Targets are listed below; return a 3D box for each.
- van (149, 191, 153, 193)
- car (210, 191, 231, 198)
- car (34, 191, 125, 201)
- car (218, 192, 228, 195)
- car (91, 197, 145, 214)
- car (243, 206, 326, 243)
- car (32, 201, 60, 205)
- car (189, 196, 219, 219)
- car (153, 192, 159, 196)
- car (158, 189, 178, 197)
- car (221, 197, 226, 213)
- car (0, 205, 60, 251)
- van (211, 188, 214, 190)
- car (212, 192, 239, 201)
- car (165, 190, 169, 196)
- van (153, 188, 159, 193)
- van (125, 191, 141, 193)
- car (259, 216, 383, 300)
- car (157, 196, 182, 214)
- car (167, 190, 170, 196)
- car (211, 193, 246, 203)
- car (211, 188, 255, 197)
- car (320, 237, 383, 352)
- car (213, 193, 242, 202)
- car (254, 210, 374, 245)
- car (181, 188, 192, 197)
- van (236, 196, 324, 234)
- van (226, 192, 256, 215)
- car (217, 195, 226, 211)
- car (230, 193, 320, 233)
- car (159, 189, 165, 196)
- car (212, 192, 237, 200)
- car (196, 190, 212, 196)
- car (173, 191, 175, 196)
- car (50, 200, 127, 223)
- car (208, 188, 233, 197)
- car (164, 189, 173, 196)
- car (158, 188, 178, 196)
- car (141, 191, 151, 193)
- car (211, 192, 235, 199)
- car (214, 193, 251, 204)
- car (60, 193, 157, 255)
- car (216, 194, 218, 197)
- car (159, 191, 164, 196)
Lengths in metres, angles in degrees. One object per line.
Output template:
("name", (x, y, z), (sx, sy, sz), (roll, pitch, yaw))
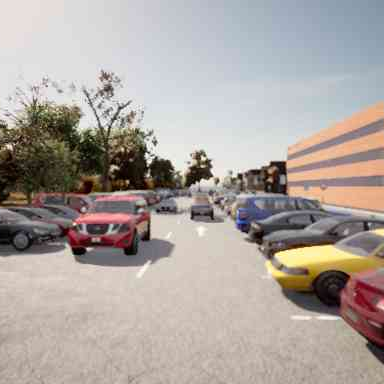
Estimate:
("van", (-7.223, 0.933, 38.753), (4.442, 1.987, 1.878), (0, 1, 2))
("car", (6.486, 0.540, 75.180), (4.674, 1.452, 2.002), (0, 1, 2))
("car", (-7.560, 1.158, 21.674), (5.566, 2.045, 2.435), (0, 0, 2))
("car", (5.350, 1.142, 35.639), (4.553, 1.767, 2.185), (0, 1, 2))
("car", (-7.298, 1.298, 33.114), (4.792, 1.488, 2.163), (0, 1, 2))
("car", (4.746, 1.478, 13.024), (5.008, 1.535, 2.097), (0, 0, 2))
("car", (-7.638, 1.443, 18.852), (4.792, 1.488, 2.163), (0, 0, 2))
("car", (0.853, 1.407, 28.093), (2.128, 1.511, 4.902), (0, 1, 2))
("car", (-7.034, 1.106, 41.577), (4.892, 1.521, 2.231), (0, 1, 2))
("car", (-5.865, 0.197, 81.089), (4.553, 1.767, 2.185), (0, 0, 2))
("car", (5.226, 1.417, 29.993), (4.674, 1.452, 2.002), (0, 1, 2))
("car", (-7.829, 1.424, 13.333), (4.892, 1.521, 2.231), (0, 0, 2))
("van", (5.895, 0.607, 58.232), (4.442, 1.987, 1.878), (0, 1, 2))
("car", (6.119, 0.808, 61.057), (4.792, 1.488, 2.163), (0, 1, 2))
("car", (-6.710, 0.890, 52.740), (5.008, 1.535, 2.097), (0, 1, 2))
("van", (-7.062, 0.824, 44.399), (4.442, 1.987, 1.878), (0, 1, 2))
("van", (-7.226, 1.098, 30.280), (4.442, 1.987, 1.878), (0, 1, 2))
("car", (4.409, 1.483, 7.380), (5.366, 1.575, 1.946), (0, 0, 2))
("car", (-2.402, 1.376, 32.861), (1.994, 1.385, 4.181), (0, 1, 2))
("car", (-6.641, 0.836, 55.562), (5.008, 1.535, 2.097), (0, 1, 2))
("car", (5.668, 0.938, 52.591), (5.366, 1.575, 1.946), (0, 1, 2))
("car", (5.511, 0.908, 41.285), (5.566, 2.045, 2.435), (0, 1, 2))
("car", (4.513, 1.532, 4.550), (4.674, 1.452, 2.002), (0, 0, 2))
("car", (5.935, 0.927, 55.410), (4.674, 1.452, 2.002), (0, 1, 2))
("car", (4.678, 1.482, 10.200), (5.008, 1.535, 2.097), (0, 0, 2))
("car", (-1.248, 0.239, 72.821), (2.150, 2.045, 5.566), (0, 1, 2))
("van", (4.793, 1.242, 18.676), (4.442, 1.987, 1.878), (0, 0, 2))
("van", (4.947, 1.230, 24.205), (4.442, 1.987, 1.878), (0, 0, 2))
("car", (5.308, 1.322, 32.816), (5.008, 1.535, 2.097), (0, 1, 2))
("car", (4.859, 1.222, 15.848), (5.566, 2.045, 2.435), (0, 0, 2))
("car", (-6.824, 0.819, 49.916), (4.553, 1.767, 2.185), (0, 1, 2))
("car", (6.166, 0.764, 63.882), (4.674, 1.452, 2.002), (0, 1, 2))
("car", (1.391, 0.896, 47.486), (2.097, 1.767, 4.553), (0, 1, 2))
("car", (-6.392, 0.670, 64.152), (5.008, 1.535, 2.097), (0, 1, 2))
("car", (-7.504, 1.401, 24.509), (5.008, 1.535, 2.097), (0, 0, 2))
("car", (6.592, 0.191, 77.997), (5.566, 2.045, 2.435), (0, 1, 2))
("car", (-6.471, 0.725, 61.330), (5.008, 1.535, 2.097), (0, 1, 2))
("car", (-6.171, 0.505, 72.619), (4.892, 1.521, 2.231), (0, 1, 2))
("car", (-7.158, 1.091, 35.805), (4.553, 1.767, 2.185), (0, 1, 2))
("car", (6.250, 0.710, 66.707), (4.674, 1.452, 2.002), (0, 1, 2))
("car", (5.960, 0.994, 49.756), (5.366, 1.575, 1.946), (0, 1, 2))
("car", (-3.003, 1.186, 13.454), (2.150, 2.045, 5.566), (0, 0, 2))
("car", (5.457, 1.254, 38.466), (4.674, 1.452, 2.002), (0, 1, 2))
("car", (-6.878, 0.999, 47.096), (5.008, 1.535, 2.097), (0, 1, 2))
